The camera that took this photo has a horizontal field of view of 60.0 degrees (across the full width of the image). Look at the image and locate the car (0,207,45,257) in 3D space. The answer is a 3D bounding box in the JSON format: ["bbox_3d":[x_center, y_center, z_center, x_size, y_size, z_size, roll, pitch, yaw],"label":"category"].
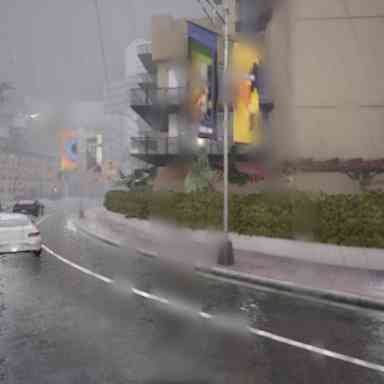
[{"bbox_3d":[-6.708,1.487,12.068,1.812,1.442,4.674,0,0,-34],"label":"car"}]

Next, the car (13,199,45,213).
[{"bbox_3d":[-14.288,1.392,29.323,1.882,1.535,5.008,0,0,-16],"label":"car"}]

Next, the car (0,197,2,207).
[{"bbox_3d":[-23.138,1.091,36.829,2.150,2.045,5.566,0,0,-7],"label":"car"}]
